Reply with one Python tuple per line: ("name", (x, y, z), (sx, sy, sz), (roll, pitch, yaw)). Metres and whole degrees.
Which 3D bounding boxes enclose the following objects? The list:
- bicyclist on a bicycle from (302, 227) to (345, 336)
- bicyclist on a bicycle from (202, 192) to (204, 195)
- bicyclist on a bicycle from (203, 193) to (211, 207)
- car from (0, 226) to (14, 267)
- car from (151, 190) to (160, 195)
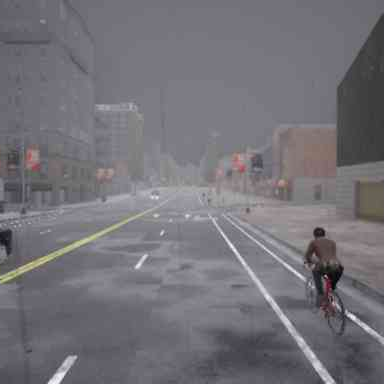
("bicyclist on a bicycle", (2.250, 1.448, 5.730), (0.582, 1.620, 1.656), (0, 0, 0))
("bicyclist on a bicycle", (2.267, 0.874, 65.027), (0.659, 1.776, 1.843), (0, 1, 0))
("bicyclist on a bicycle", (2.234, 1.101, 42.864), (0.866, 1.612, 1.509), (-1, 1, 0))
("car", (-6.597, 1.468, 8.498), (1.882, 1.535, 5.008), (0, 0, 0))
("car", (-9.727, 0.081, 88.892), (1.994, 1.385, 4.181), (0, 1, 0))
